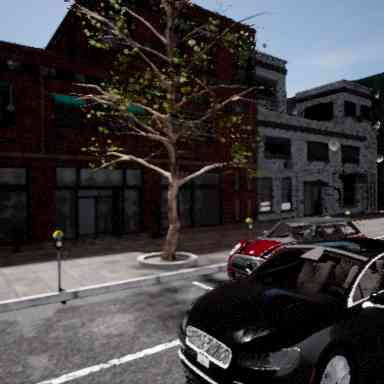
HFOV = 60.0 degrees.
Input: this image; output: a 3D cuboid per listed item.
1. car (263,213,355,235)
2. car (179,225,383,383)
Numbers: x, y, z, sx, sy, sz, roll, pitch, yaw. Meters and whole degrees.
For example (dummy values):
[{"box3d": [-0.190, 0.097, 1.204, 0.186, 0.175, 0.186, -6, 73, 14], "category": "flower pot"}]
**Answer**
[{"box3d": [2.844, 1.410, 8.594, 4.097, 1.590, 1.967, 0, 0, -36], "category": "car"}, {"box3d": [2.095, 1.487, 4.860, 4.892, 1.490, 1.837, 0, 0, -35], "category": "car"}]
